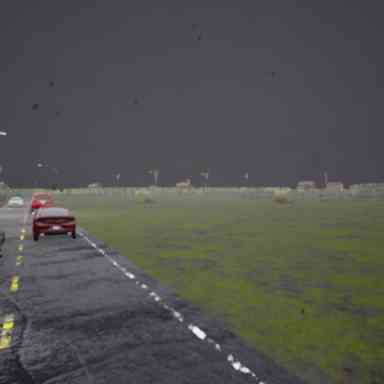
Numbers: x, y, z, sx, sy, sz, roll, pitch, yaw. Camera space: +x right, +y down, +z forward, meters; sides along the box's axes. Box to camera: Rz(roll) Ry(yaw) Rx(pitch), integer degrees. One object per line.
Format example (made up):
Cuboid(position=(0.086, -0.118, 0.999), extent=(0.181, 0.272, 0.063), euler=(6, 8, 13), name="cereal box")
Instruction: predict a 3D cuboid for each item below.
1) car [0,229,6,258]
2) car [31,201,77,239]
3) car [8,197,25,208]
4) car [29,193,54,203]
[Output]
Cuboid(position=(-6.628, 1.578, 9.731), extent=(1.895, 1.301, 4.718), euler=(0, 0, -27), name="car")
Cuboid(position=(-7.187, 1.453, 17.254), extent=(1.882, 1.535, 5.008), euler=(0, 0, -25), name="car")
Cuboid(position=(-24.223, 1.438, 45.872), extent=(1.812, 1.442, 4.674), euler=(0, 0, -26), name="car")
Cuboid(position=(-15.581, 1.161, 34.607), extent=(2.150, 2.045, 5.566), euler=(0, -1, -26), name="car")
